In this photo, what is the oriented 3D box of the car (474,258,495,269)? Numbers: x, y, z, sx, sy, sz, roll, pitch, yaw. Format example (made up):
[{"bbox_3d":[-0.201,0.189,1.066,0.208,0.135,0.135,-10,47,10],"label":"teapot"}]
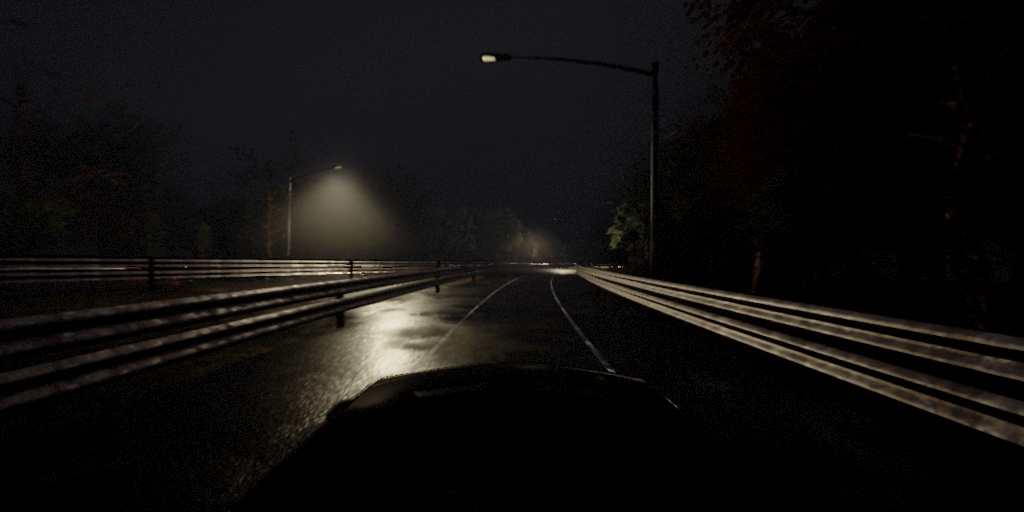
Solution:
[{"bbox_3d":[-4.830,1.349,61.107,2.150,2.045,5.566,0,-1,23],"label":"car"}]

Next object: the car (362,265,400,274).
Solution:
[{"bbox_3d":[-14.147,1.153,38.922,1.812,1.442,4.674,0,-1,23],"label":"car"}]

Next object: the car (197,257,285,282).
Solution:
[{"bbox_3d":[-17.066,0.866,23.097,1.994,1.385,4.181,0,-1,23],"label":"car"}]

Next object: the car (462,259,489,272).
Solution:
[{"bbox_3d":[-5.494,1.491,50.454,1.994,1.385,4.181,0,-1,23],"label":"car"}]

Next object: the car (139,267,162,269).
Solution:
[{"bbox_3d":[-23.469,0.893,25.916,1.895,1.301,4.718,0,-1,23],"label":"car"}]

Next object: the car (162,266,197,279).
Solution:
[{"bbox_3d":[-20.272,0.824,24.500,1.812,1.442,4.674,0,-1,23],"label":"car"}]
